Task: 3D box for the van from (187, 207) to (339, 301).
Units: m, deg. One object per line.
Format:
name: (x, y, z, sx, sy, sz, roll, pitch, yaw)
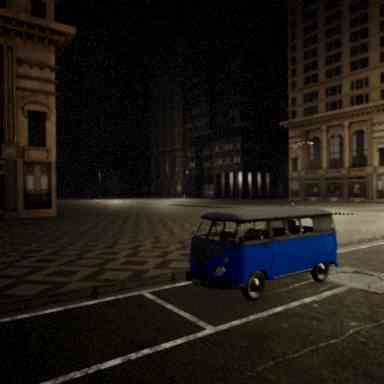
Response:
van: (1.792, 1.295, 7.944, 3.998, 1.788, 1.690, -1, 0, -36)
